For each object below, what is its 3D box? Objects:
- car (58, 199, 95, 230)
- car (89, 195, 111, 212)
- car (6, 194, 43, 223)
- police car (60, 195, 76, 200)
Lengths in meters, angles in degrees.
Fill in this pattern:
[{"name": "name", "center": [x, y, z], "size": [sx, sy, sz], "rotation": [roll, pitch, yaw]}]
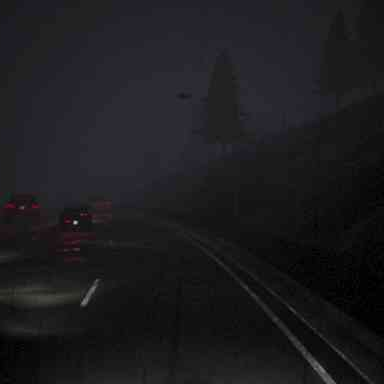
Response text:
[{"name": "car", "center": [-7.278, 1.438, 20.876], "size": [1.837, 1.490, 4.892], "rotation": [0, 0, -18]}, {"name": "car", "center": [-10.215, 1.232, 35.477], "size": [2.097, 1.767, 4.553], "rotation": [0, 0, -29]}, {"name": "car", "center": [-12.640, 1.156, 25.162], "size": [2.150, 2.045, 5.566], "rotation": [0, 0, -23]}, {"name": "police car", "center": [-17.940, 1.276, 48.068], "size": [1.930, 1.638, 5.238], "rotation": [0, 0, -32]}]
